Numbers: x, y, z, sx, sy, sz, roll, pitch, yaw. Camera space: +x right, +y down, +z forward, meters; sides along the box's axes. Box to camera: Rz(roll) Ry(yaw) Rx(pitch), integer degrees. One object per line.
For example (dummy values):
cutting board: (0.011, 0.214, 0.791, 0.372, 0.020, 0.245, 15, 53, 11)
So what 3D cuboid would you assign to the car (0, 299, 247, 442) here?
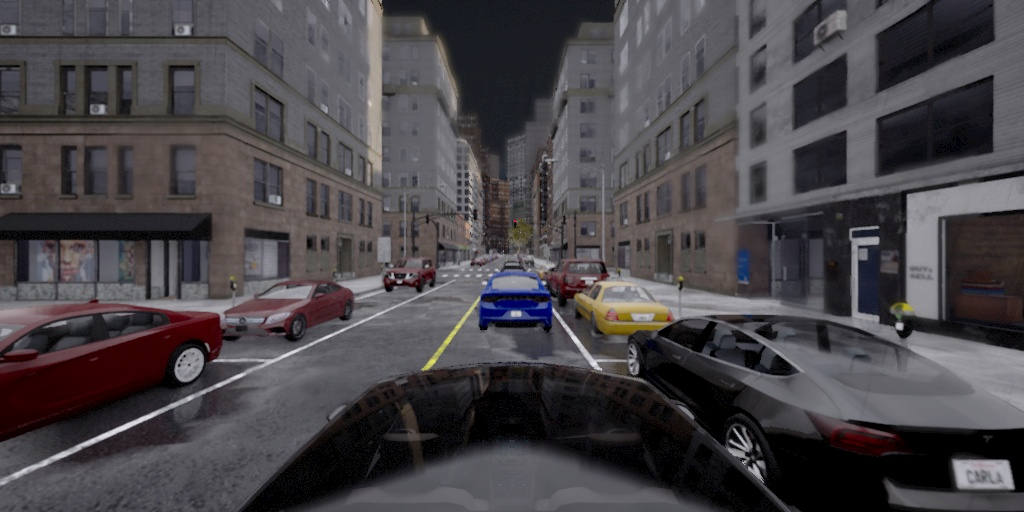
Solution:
car: (-5.762, 1.290, 4.192, 1.888, 1.381, 4.507, 0, 0, 0)

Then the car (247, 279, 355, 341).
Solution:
car: (-5.761, 1.309, 9.744, 1.802, 1.307, 4.207, 0, 0, 0)

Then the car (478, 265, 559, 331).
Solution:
car: (0.072, 1.201, 10.873, 1.882, 1.535, 5.008, 0, 0, -1)

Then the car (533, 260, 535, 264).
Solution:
car: (2.768, 1.183, 26.566, 1.751, 1.417, 4.829, 0, 0, 0)

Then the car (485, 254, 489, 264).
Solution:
car: (-5.748, 0.838, 63.935, 1.967, 1.591, 4.097, 0, 0, 0)

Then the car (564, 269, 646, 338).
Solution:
car: (2.764, 1.253, 9.906, 1.751, 1.417, 4.829, 0, 0, 0)

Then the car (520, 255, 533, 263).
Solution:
car: (2.776, 0.994, 58.501, 2.007, 1.370, 4.403, 0, 0, 0)

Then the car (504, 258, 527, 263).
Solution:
car: (0.053, 1.150, 28.814, 1.837, 1.490, 4.892, 0, 0, 0)

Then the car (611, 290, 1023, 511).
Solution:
car: (2.763, 1.311, 4.183, 1.948, 1.339, 4.313, 0, 0, 0)

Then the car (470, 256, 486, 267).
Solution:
car: (-5.749, 0.988, 58.510, 1.888, 1.381, 4.507, 0, 0, 0)

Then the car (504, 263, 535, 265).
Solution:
car: (0.097, 1.253, 19.757, 1.994, 1.385, 4.181, 0, 0, 0)

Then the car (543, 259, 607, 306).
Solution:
car: (2.766, 1.023, 15.290, 2.192, 1.841, 5.009, 0, 0, 0)

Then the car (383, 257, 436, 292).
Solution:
car: (-5.758, 0.999, 20.851, 2.192, 1.841, 5.009, 0, 0, 0)
